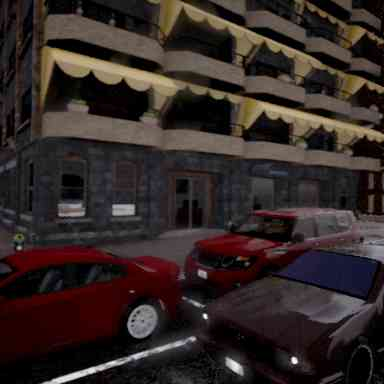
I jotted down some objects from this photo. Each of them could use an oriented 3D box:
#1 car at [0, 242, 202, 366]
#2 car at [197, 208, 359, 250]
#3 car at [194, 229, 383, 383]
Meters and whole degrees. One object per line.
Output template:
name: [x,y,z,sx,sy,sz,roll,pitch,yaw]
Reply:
car: [-2.266,1.550,4.932,4.507,1.381,1.887,0,1,-36]
car: [2.268,1.348,8.166,5.009,1.841,2.192,0,1,-36]
car: [2.647,1.574,5.261,5.357,1.411,2.033,0,0,-35]
